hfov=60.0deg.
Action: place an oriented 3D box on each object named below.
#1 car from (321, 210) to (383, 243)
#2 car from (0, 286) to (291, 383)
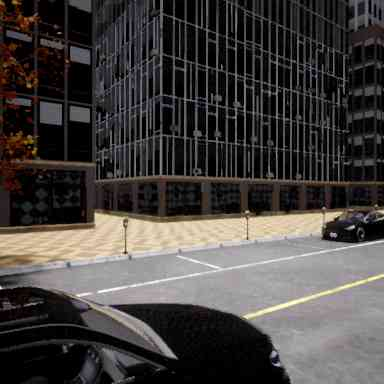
[{"bbox_3d":[8.141,1.563,16.226,4.313,1.339,1.947,0,0,-36],"label":"car"},{"bbox_3d":[-1.268,1.525,2.529,4.674,1.442,1.812,0,0,-35],"label":"car"}]
